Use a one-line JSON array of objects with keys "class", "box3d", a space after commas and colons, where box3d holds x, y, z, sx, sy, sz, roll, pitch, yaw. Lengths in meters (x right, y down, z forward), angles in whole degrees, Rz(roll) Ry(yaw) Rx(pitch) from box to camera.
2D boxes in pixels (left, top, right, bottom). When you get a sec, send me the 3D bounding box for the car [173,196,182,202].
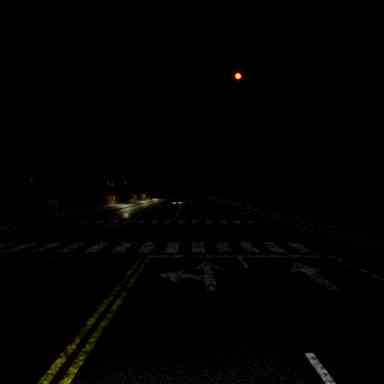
[{"class": "car", "box3d": [-3.162, 1.498, 71.707, 2.033, 1.411, 5.357, 0, 0, 0]}]
